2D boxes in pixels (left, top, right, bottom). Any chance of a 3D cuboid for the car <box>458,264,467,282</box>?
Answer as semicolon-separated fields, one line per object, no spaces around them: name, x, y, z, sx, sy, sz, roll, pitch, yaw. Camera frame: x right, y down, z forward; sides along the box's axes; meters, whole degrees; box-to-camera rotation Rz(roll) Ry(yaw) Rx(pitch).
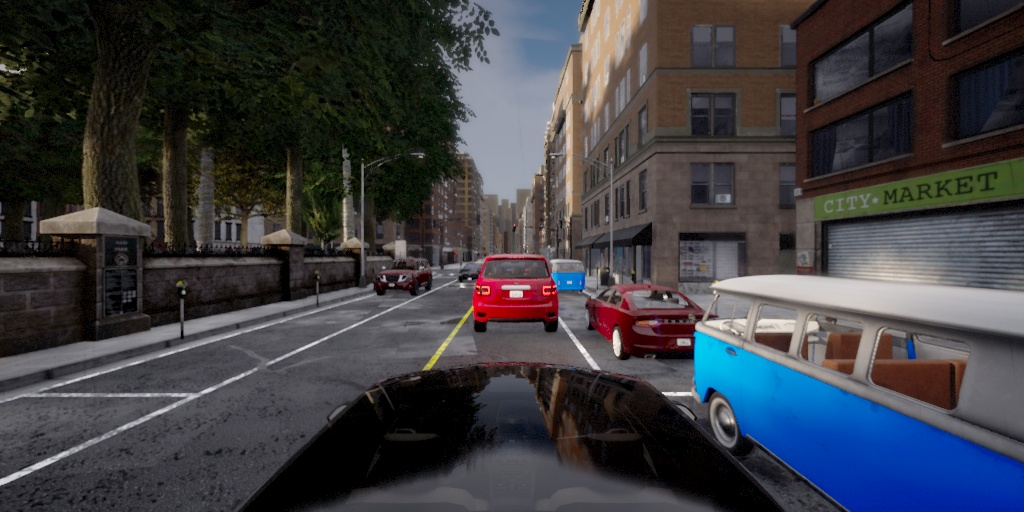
car;-3.038;1.272;28.458;2.033;1.411;5.357;0;0;0

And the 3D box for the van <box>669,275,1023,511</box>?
van;2.856;1.090;2.512;1.690;1.789;3.998;0;0;0

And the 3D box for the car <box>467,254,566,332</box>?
car;0.088;0.965;10.929;2.150;2.045;5.566;0;0;0

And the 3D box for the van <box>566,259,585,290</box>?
van;2.839;1.076;19.494;1.690;1.789;3.998;0;0;0

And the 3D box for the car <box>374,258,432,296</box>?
car;-5.685;1.050;19.446;2.192;1.841;5.009;0;0;0

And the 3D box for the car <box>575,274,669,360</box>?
car;2.850;1.291;8.173;1.888;1.381;4.507;0;0;0
